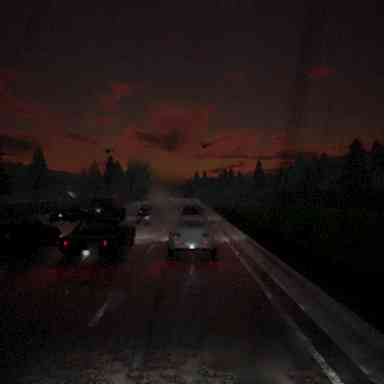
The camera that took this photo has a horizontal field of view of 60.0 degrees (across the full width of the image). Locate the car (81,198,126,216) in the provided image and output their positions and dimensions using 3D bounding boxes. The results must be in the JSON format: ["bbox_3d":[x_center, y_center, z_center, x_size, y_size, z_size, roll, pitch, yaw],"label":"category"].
[{"bbox_3d":[-7.000,1.521,27.573,2.150,2.045,5.566,0,0,0],"label":"car"}]

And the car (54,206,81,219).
[{"bbox_3d":[-10.491,1.871,28.545,1.994,1.385,4.181,0,-1,1],"label":"car"}]

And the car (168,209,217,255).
[{"bbox_3d":[0.017,1.675,13.888,1.812,1.442,4.674,0,0,0],"label":"car"}]

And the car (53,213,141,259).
[{"bbox_3d":[-3.489,1.744,13.235,1.895,1.301,4.718,0,-1,0],"label":"car"}]

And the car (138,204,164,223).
[{"bbox_3d":[-3.491,1.798,28.491,2.128,1.511,4.902,0,0,0],"label":"car"}]

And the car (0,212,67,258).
[{"bbox_3d":[-6.984,1.711,13.510,1.994,1.385,4.181,0,-1,0],"label":"car"}]

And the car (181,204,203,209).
[{"bbox_3d":[0.009,1.812,28.492,1.837,1.490,4.892,0,0,0],"label":"car"}]
